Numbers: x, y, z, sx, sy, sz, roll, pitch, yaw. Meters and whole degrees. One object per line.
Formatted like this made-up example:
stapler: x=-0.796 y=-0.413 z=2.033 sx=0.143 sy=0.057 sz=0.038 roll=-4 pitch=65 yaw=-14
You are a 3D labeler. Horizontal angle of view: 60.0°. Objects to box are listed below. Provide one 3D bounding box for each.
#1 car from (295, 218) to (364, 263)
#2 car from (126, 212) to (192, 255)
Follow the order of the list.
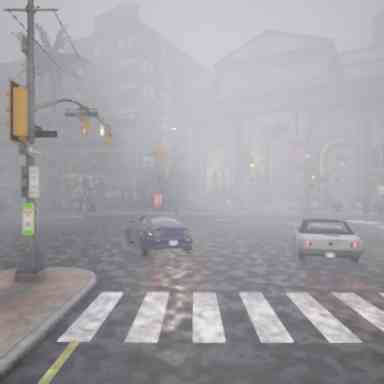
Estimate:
car: x=4.801 y=1.616 z=12.203 sx=1.895 sy=1.301 sz=4.718 roll=0 pitch=0 yaw=16
car: x=-1.407 y=1.543 z=13.356 sx=1.812 sy=1.442 sz=4.674 roll=1 pitch=0 yaw=-20
